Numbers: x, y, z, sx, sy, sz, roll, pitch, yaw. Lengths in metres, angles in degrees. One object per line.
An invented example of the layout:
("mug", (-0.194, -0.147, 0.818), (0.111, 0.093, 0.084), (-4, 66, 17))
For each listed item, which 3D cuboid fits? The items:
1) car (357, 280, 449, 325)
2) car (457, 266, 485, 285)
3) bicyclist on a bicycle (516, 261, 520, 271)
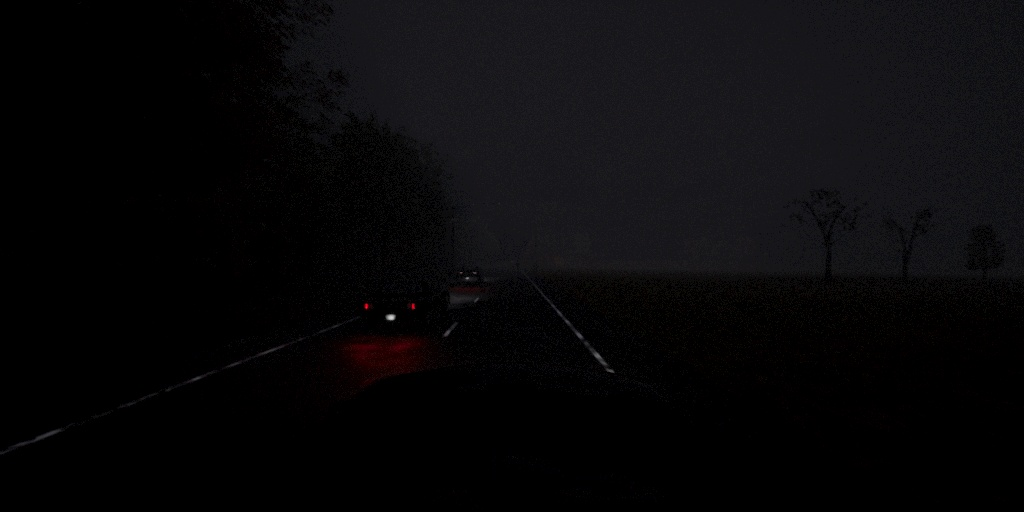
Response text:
("car", (-3.392, 1.459, 12.260), (1.895, 1.301, 4.718), (0, -1, 0))
("car", (-3.385, 1.529, 29.698), (2.128, 1.511, 4.902), (0, -1, 0))
("bicyclist on a bicycle", (0.997, 1.753, 63.216), (0.659, 1.776, 1.843), (0, 0, 0))
